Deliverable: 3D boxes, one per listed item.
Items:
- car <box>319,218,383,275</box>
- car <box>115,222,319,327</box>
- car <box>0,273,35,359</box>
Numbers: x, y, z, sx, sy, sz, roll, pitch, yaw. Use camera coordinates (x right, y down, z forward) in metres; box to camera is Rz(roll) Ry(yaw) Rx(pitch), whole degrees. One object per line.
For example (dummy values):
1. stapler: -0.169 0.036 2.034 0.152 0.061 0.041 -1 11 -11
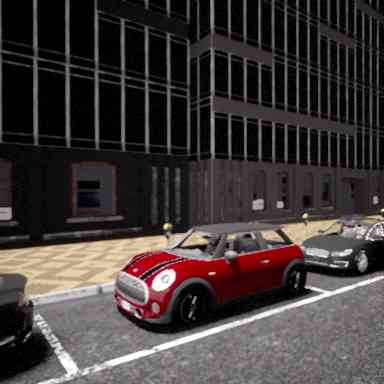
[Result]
1. car: 5.120 1.509 10.217 4.403 1.369 2.008 0 0 -36
2. car: 0.487 1.423 6.910 4.097 1.590 1.967 0 0 -36
3. car: -4.146 1.556 3.602 4.403 1.369 2.008 0 0 -36
